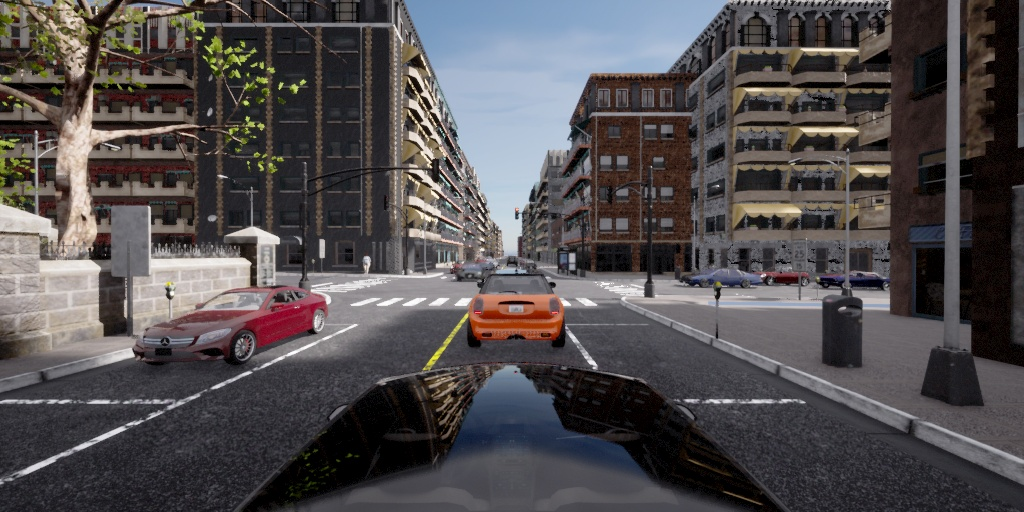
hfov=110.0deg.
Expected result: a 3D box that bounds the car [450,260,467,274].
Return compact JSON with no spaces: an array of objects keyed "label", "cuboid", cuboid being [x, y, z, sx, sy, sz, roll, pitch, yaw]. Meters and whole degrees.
[{"label":"car","cuboid":[-5.735,1.187,40.364,1.967,1.591,4.097,0,0,0]}]

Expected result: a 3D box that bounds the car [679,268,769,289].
[{"label":"car","cuboid":[15.220,1.584,26.190,5.357,1.411,2.033,1,0,-1]}]

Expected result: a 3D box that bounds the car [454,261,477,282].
[{"label":"car","cuboid":[-3.133,1.312,28.544,1.994,1.385,4.181,0,0,0]}]

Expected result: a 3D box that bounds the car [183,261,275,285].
[{"label":"car","cuboid":[-17.673,1.034,22.550,4.181,1.385,1.994,1,0,-1]}]

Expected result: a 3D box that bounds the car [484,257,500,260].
[{"label":"car","cuboid":[-3.150,1.274,55.427,1.812,1.442,4.674,0,1,0]}]

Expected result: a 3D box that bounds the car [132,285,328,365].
[{"label":"car","cuboid":[-5.696,1.331,7.953,1.802,1.307,4.207,0,0,0]}]

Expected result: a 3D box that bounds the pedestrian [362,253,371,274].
[{"label":"pedestrian","cuboid":[-12.748,0.651,31.348,0.375,1.860,0.375,0,-1,-1]}]

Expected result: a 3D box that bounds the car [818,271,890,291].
[{"label":"car","cuboid":[25.253,1.815,26.321,4.718,1.301,1.895,1,0,-1]}]

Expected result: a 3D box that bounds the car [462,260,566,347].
[{"label":"car","cuboid":[0.118,1.101,9.463,2.097,1.767,4.553,0,0,1]}]

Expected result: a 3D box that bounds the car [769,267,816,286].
[{"label":"car","cuboid":[21.348,1.571,28.834,4.097,1.591,1.967,0,0,-1]}]

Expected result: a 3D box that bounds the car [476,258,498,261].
[{"label":"car","cuboid":[-3.146,1.312,43.988,1.994,1.385,4.181,0,0,0]}]

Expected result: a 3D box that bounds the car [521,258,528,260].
[{"label":"car","cuboid":[2.631,1.298,51.646,2.007,1.370,4.403,0,0,0]}]
